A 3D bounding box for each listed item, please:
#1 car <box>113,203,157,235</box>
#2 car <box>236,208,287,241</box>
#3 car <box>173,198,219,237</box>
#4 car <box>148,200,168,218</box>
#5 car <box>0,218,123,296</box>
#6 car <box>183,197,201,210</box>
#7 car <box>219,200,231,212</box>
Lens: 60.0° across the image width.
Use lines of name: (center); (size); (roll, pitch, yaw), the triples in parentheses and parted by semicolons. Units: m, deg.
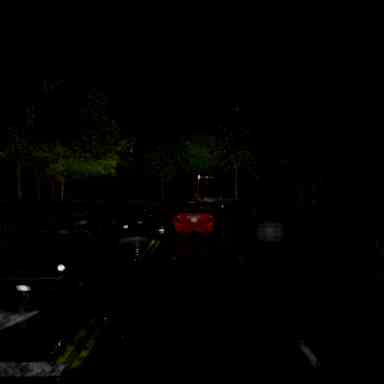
car: (-3.339, 1.563, 18.777); (1.994, 1.385, 4.181); (0, 0, 0)
car: (3.355, 1.524, 16.540); (1.812, 1.442, 4.674); (0, 0, 0)
car: (0.104, 1.351, 18.017); (2.097, 1.767, 4.553); (0, 0, 0)
car: (-3.328, 1.474, 30.807); (1.882, 1.535, 5.008); (0, 0, 0)
car: (-3.344, 1.601, 8.810); (1.895, 1.301, 4.718); (0, 0, 0)
car: (0.037, 1.478, 42.797); (2.128, 1.511, 4.902); (0, 0, 1)
car: (3.360, 1.553, 38.613); (1.994, 1.385, 4.181); (0, 0, 0)
